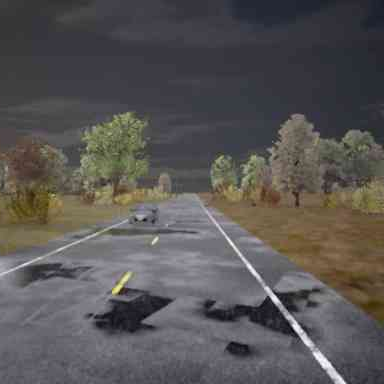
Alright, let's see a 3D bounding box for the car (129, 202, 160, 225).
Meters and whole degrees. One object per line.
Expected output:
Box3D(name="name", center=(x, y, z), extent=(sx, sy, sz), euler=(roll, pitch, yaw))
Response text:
Box3D(name="car", center=(-3.485, 1.556, 24.921), extent=(2.128, 1.511, 4.902), euler=(0, 0, 0))
